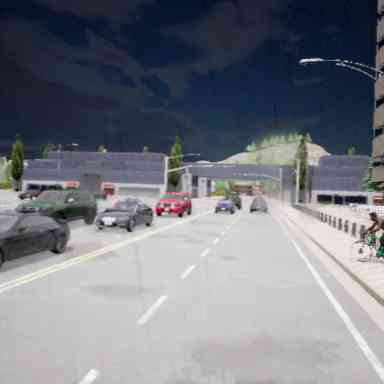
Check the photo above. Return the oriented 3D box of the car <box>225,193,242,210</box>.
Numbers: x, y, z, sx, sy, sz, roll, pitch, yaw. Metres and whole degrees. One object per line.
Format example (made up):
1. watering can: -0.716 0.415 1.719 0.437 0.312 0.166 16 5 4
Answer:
1. car: 5.494 1.223 44.634 2.150 2.045 5.566 2 0 12

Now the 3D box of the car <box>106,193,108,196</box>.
1. car: -14.740 0.387 51.108 1.932 1.855 4.605 2 0 12

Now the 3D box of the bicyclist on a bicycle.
1. bicyclist on a bicycle: 5.889 1.470 10.552 1.656 1.620 0.582 2 0 12

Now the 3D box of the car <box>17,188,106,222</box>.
1. car: -7.230 0.876 18.364 2.150 2.045 5.566 2 0 12

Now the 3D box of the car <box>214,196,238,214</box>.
1. car: 3.551 1.499 35.158 1.812 1.442 4.674 2 0 11

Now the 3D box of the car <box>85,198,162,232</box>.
1. car: -3.603 1.278 18.681 2.128 1.511 4.902 2 0 12

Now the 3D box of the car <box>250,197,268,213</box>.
1. car: 7.741 1.676 38.370 1.994 1.385 4.181 2 0 12

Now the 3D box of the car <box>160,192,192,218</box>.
1. car: -1.438 1.040 29.138 2.150 2.045 5.566 2 0 12

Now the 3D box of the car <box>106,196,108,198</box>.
1. car: -5.222 1.249 28.146 1.994 1.385 4.181 2 0 12

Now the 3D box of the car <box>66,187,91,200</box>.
1. car: -17.561 0.284 51.753 1.905 1.878 3.866 2 0 12

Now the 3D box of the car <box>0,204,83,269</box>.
1. car: -5.399 1.286 9.841 1.812 1.442 4.674 2 0 12
